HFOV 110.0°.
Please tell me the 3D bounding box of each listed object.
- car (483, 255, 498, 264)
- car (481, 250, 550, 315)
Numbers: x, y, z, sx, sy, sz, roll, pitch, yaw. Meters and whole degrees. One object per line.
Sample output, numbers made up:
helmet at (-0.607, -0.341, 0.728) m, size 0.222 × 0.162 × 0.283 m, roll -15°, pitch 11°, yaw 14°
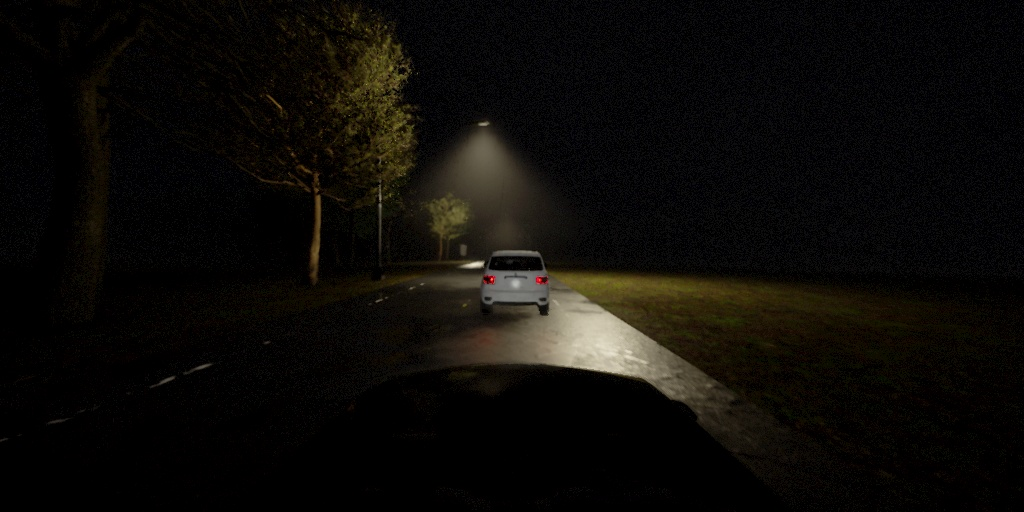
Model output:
car at (-3.526, 0.593, 58.477) m, size 2.033 × 1.411 × 5.357 m, roll 1°, pitch 0°, yaw 1°
car at (0.113, 0.821, 13.045) m, size 2.150 × 2.045 × 5.566 m, roll 1°, pitch 1°, yaw 0°
